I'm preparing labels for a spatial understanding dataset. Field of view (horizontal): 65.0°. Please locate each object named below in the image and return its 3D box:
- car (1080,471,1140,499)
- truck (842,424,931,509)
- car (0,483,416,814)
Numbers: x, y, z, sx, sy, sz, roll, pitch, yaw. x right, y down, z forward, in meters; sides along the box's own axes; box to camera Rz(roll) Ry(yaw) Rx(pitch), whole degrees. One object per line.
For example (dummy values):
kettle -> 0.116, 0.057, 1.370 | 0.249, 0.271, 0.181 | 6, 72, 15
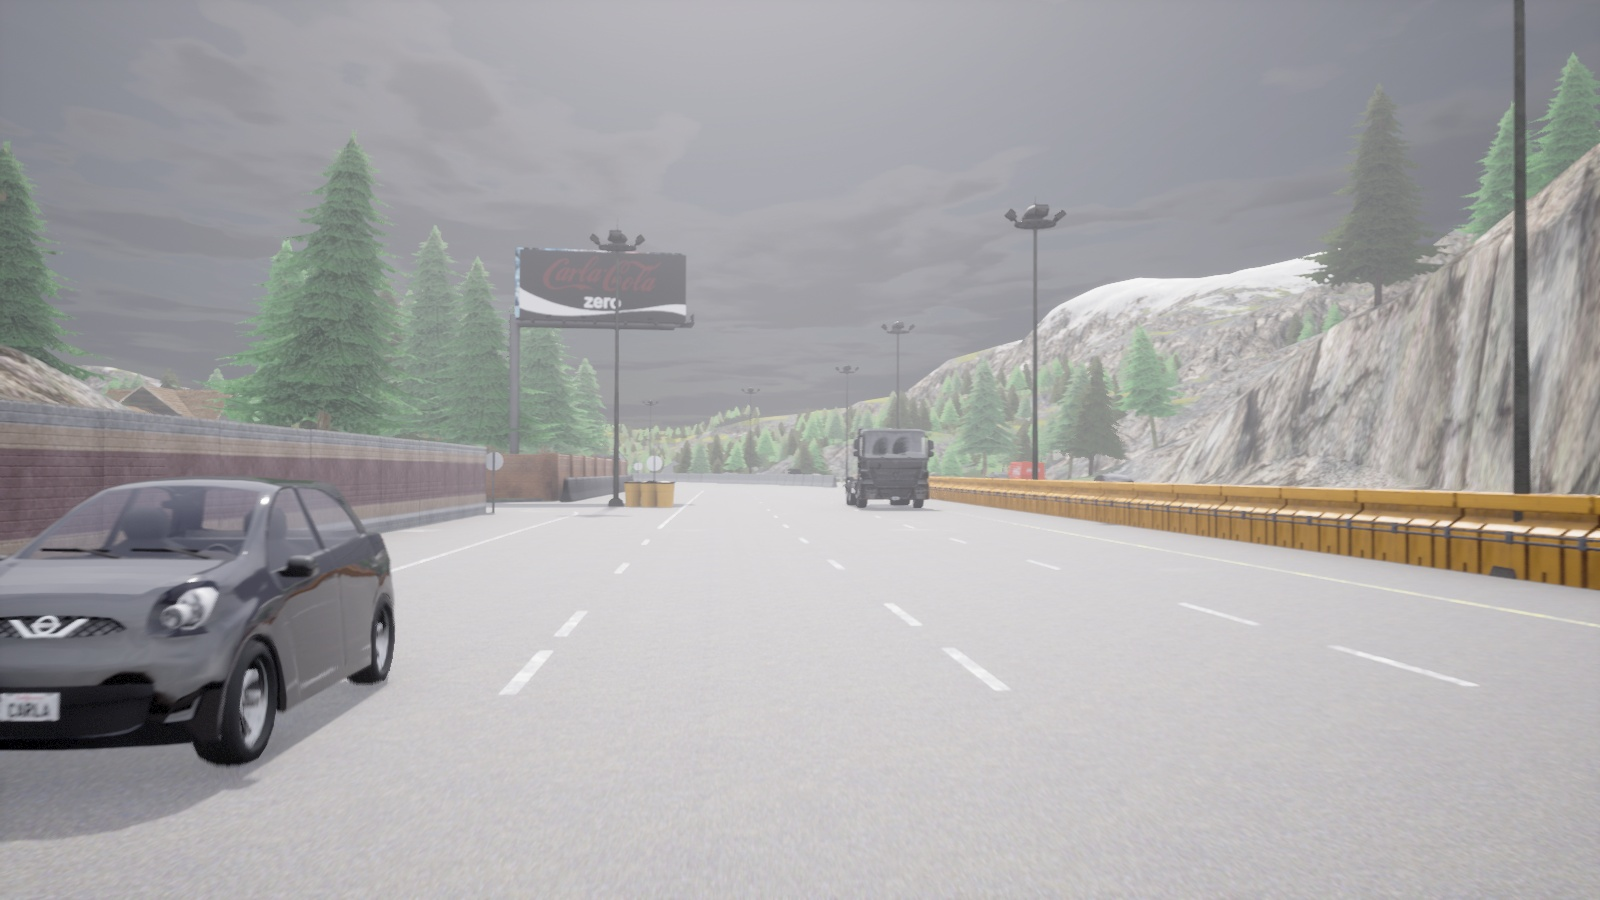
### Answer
car -> 16.935, 1.897, 68.815 | 1.837, 1.490, 4.892 | 0, -1, -3
truck -> 3.685, 0.746, 55.529 | 2.891, 3.462, 7.936 | 0, -1, -3
car -> -3.726, 0.973, 7.678 | 1.845, 1.501, 3.633 | 0, -1, -4
